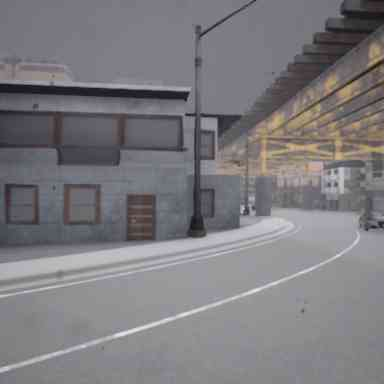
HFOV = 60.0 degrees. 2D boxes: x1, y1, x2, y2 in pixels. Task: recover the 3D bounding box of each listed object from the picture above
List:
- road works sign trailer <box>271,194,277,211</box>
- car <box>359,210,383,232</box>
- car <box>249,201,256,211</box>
[{"bbox_3d":[16.050,2.030,69.196,2.380,3.560,2.880,0,-1,-6],"label":"road works sign trailer"},{"bbox_3d":[12.562,1.910,22.405,1.994,1.385,4.181,0,-2,19],"label":"car"},{"bbox_3d":[13.085,2.997,63.951,2.033,1.411,5.357,0,-1,-6],"label":"car"}]
